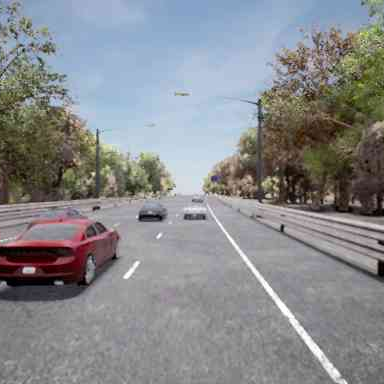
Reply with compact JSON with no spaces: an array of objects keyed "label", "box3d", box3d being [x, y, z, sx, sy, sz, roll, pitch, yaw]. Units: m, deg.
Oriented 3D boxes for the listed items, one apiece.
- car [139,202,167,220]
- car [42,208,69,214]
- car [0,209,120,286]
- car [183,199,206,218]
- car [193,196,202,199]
[{"label":"car","box3d":[-3.163,1.535,27.516,1.994,1.385,4.181,0,0,1]},{"label":"car","box3d":[-6.815,1.546,17.460,1.994,1.385,4.181,0,0,1]},{"label":"car","box3d":[-3.364,1.467,9.365,1.882,1.535,5.008,0,0,0]},{"label":"car","box3d":[0.284,1.572,29.131,1.895,1.301,4.718,0,0,2]},{"label":"car","box3d":[0.936,1.452,56.375,2.163,1.488,4.792,0,0,2]}]
